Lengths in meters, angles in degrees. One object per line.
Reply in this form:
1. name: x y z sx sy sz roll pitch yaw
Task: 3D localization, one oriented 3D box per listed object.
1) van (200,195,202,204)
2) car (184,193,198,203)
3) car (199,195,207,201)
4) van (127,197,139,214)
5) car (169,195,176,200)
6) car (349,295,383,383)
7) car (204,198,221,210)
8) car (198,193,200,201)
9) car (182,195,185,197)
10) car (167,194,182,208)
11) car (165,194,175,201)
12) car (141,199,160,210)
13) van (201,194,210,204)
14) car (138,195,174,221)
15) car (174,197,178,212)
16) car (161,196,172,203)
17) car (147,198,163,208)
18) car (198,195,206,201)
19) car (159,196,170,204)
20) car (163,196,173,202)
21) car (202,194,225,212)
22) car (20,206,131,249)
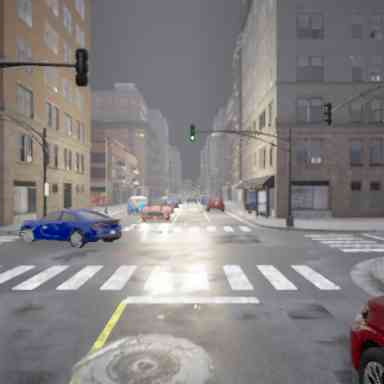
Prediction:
1. van: 2.674 1.367 54.981 1.690 1.788 3.998 0 0 0
2. car: -0.019 1.384 68.096 2.097 1.767 4.553 0 0 0
3. car: 2.642 1.561 82.182 1.752 1.417 4.829 0 0 0
4. van: -5.418 1.357 33.353 1.690 1.788 3.998 0 0 0
5. car: -5.418 1.622 92.821 1.802 1.307 4.206 0 0 0
6. car: 2.636 1.316 1.391 2.192 1.841 5.009 0 0 0
7. car: 2.687 1.572 44.168 2.008 1.369 4.403 0 0 0
8. car: 2.668 1.343 60.388 2.192 1.841 5.009 0 0 0
9. car: -2.772 1.629 61.006 1.895 1.301 4.718 0 0 0
10. car: -2.800 1.500 47.177 1.882 1.535 5.008 0 0 1
11. car: -5.418 1.351 82.009 2.192 1.841 5.009 0 0 0
12. car: -5.418 1.587 44.165 1.947 1.339 4.313 0 0 0
13. van: 2.661 1.371 65.794 1.690 1.788 3.998 0 0 0
14. car: -2.808 1.366 26.967 2.097 1.767 4.553 0 0 -2
15. car: -2.837 1.565 36.597 2.033 1.411 5.357 0 0 -2
16. car: -5.418 1.582 71.196 2.008 1.369 4.403 0 0 0
17. car: -5.418 1.568 49.571 1.887 1.381 4.507 0 0 0
18. car: 2.636 1.478 87.418 1.967 1.590 4.097 0 0 0
19. car: -5.418 1.555 65.621 1.752 1.417 4.829 0 0 0
20. car: -5.418 1.599 76.602 1.947 1.339 4.313 0 0 0
21. car: 2.694 1.334 38.762 2.192 1.841 5.009 0 0 0
22. car: -5.421 1.499 14.703 5.008 1.535 1.882 0 -2 28
